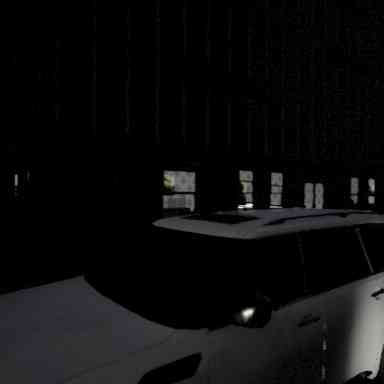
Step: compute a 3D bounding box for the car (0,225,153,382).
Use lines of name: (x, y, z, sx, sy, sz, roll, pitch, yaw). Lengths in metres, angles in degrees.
car: (-2.842, 1.442, 4.707, 4.097, 1.590, 1.967, 0, 0, -35)

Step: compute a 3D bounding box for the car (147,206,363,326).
car: (1.689, 1.347, 7.929, 5.009, 1.841, 2.192, 0, 0, -35)

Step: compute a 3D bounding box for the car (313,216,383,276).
car: (6.220, 1.625, 11.152, 4.313, 1.339, 1.947, 0, 0, -35)

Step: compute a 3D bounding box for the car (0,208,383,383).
car: (0.421, 1.234, 3.558, 5.566, 2.045, 2.150, 0, 0, -35)
